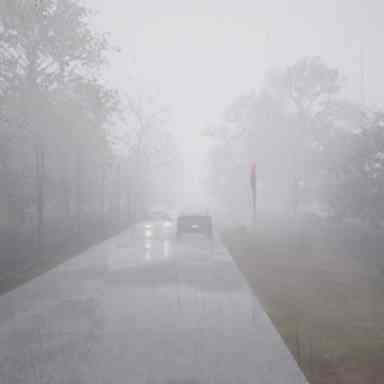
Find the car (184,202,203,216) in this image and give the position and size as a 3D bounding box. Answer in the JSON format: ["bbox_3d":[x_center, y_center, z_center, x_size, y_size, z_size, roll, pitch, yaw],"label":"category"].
[{"bbox_3d":[0.219,1.868,37.680,2.033,1.411,5.357,0,-1,1],"label":"car"}]

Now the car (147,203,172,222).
[{"bbox_3d":[-2.782,1.740,29.008,1.812,1.442,4.674,0,-1,1],"label":"car"}]

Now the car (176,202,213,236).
[{"bbox_3d":[0.136,1.577,19.043,1.882,1.535,5.008,0,-1,0],"label":"car"}]
